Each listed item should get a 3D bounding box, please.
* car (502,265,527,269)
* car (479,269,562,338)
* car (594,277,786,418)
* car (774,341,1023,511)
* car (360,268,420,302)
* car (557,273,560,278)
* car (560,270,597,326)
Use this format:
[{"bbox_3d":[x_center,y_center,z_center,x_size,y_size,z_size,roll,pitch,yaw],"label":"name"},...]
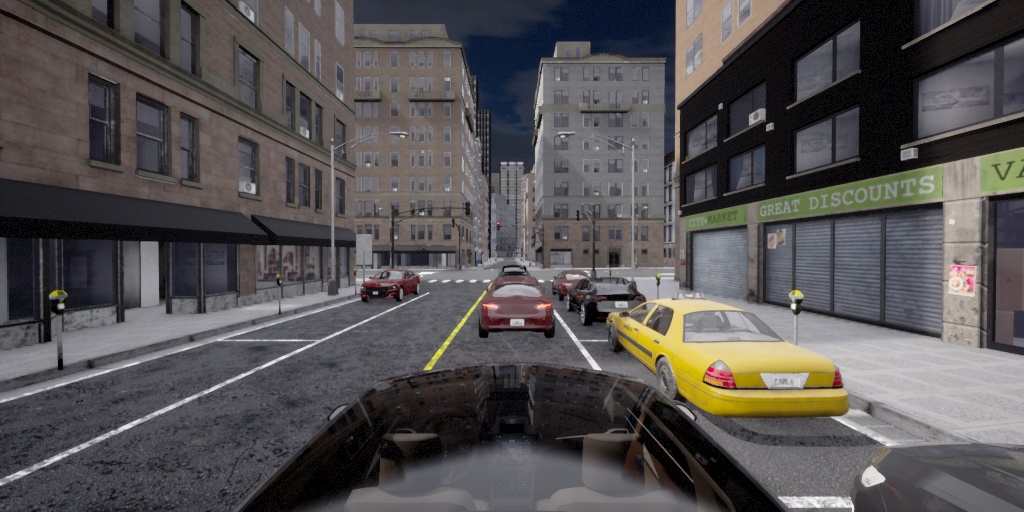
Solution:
[{"bbox_3d":[0.126,1.248,20.346,1.837,1.490,4.892,0,0,0],"label":"car"},{"bbox_3d":[0.106,1.273,10.067,1.812,1.442,4.674,0,0,0],"label":"car"},{"bbox_3d":[2.881,1.274,6.085,1.751,1.417,4.829,0,0,0],"label":"car"},{"bbox_3d":[2.871,1.301,0.330,2.007,1.370,4.403,0,0,0],"label":"car"},{"bbox_3d":[-5.648,1.289,17.098,1.888,1.381,4.507,0,0,0],"label":"car"},{"bbox_3d":[2.898,1.326,17.087,1.802,1.307,4.207,0,0,0],"label":"car"},{"bbox_3d":[2.889,1.312,11.502,1.948,1.339,4.313,0,0,0],"label":"car"}]
